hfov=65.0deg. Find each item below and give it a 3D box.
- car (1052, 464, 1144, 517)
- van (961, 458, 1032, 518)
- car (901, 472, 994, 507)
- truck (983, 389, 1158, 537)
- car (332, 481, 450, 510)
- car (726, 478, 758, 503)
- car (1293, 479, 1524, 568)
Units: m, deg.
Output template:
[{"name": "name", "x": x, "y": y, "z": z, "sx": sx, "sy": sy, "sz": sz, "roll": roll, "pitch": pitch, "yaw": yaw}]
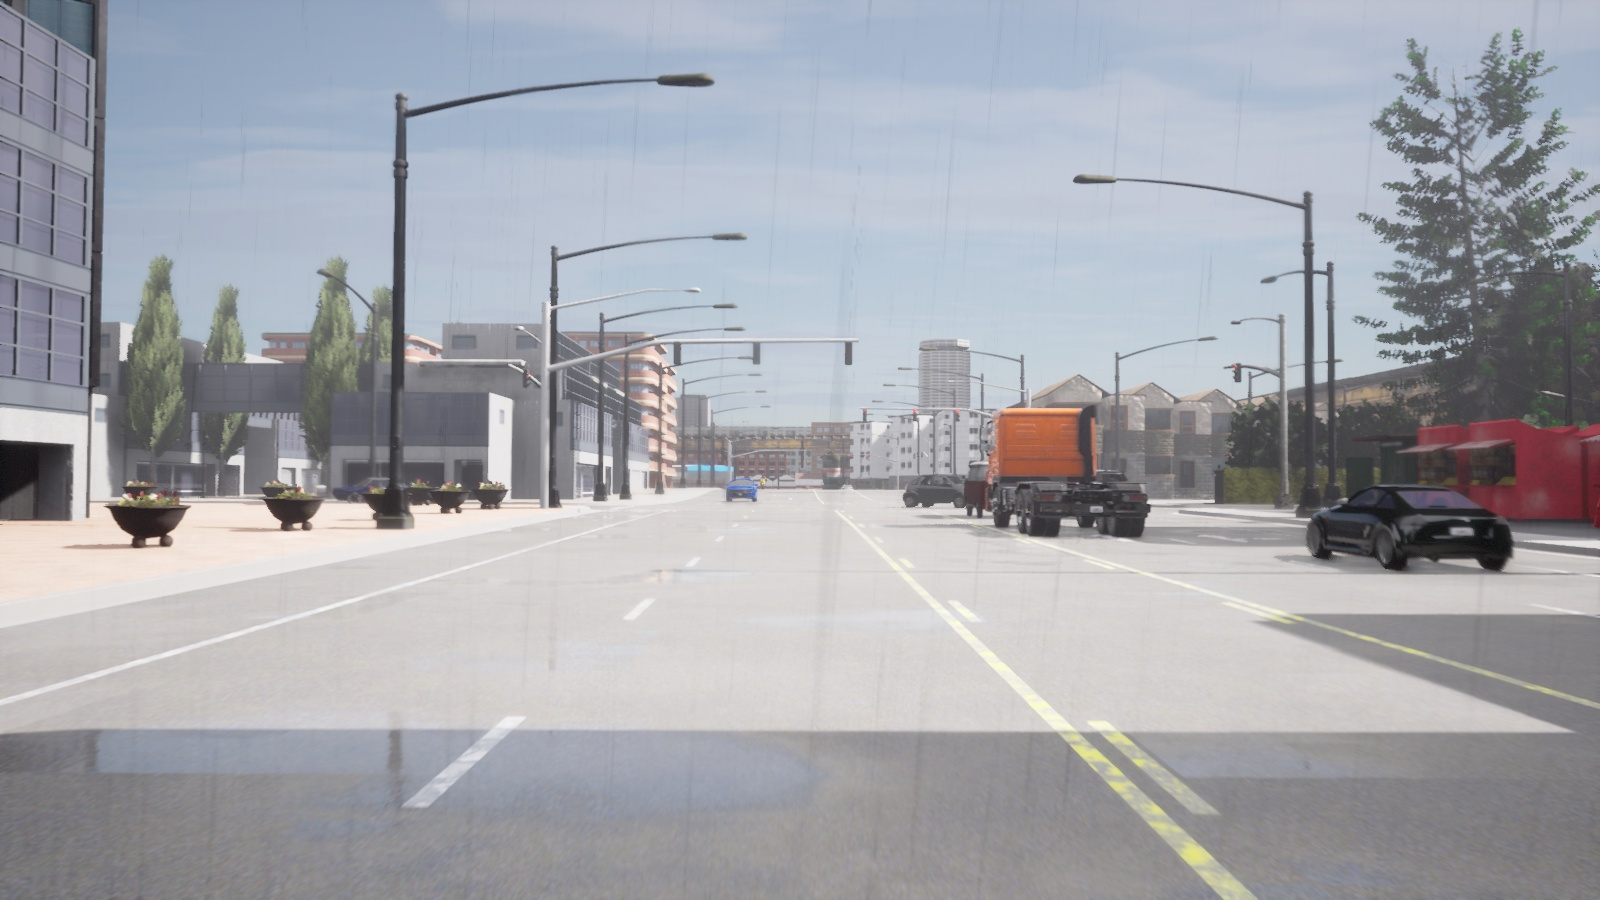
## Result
[{"name": "car", "x": 10.394, "y": 1.406, "z": 44.140, "sx": 2.097, "sy": 1.767, "sz": 4.553, "roll": 0, "pitch": -1, "yaw": 0}, {"name": "van", "x": 6.892, "y": 1.324, "z": 44.473, "sx": 1.775, "sy": 1.987, "sz": 4.442, "roll": 0, "pitch": -1, "yaw": 0}, {"name": "car", "x": 7.015, "y": 1.865, "z": 59.900, "sx": 3.988, "sy": 1.617, "sz": 1.851, "roll": -1, "pitch": -2, "yaw": 37}, {"name": "truck", "x": 6.917, "y": 0.371, "z": 33.399, "sx": 2.891, "sy": 3.462, "sz": 7.936, "roll": 0, "pitch": -1, "yaw": 0}, {"name": "car", "x": -18.498, "y": 2.065, "z": 56.938, "sx": 4.718, "sy": 1.301, "sz": 1.895, "roll": 0, "pitch": -2, "yaw": 0}, {"name": "car", "x": -3.692, "y": 2.581, "z": 80.559, "sx": 1.882, "sy": 1.535, "sz": 5.008, "roll": 0, "pitch": -2, "yaw": 0}, {"name": "car", "x": 10.448, "y": 1.208, "z": 21.971, "sx": 1.994, "sy": 1.385, "sz": 4.181, "roll": 0, "pitch": -1, "yaw": 0}]
